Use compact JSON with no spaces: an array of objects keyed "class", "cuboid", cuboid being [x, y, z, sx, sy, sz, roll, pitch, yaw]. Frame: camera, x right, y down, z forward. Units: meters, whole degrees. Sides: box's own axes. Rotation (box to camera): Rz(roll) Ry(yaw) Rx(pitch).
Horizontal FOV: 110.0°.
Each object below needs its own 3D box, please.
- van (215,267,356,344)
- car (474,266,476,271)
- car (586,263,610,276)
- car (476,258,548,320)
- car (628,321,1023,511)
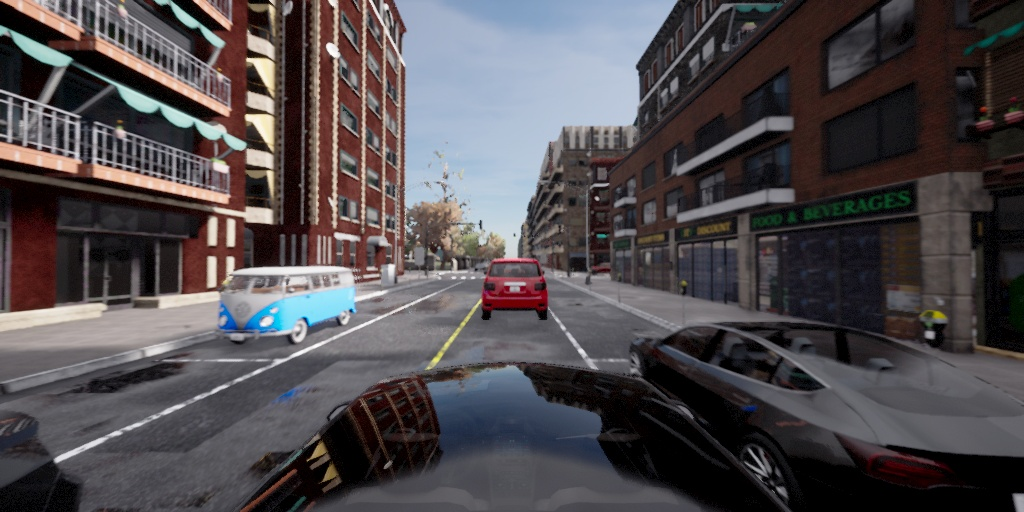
[{"class":"van","cuboid":[-5.695,1.177,9.524,1.690,1.789,3.998,0,0,0]},{"class":"car","cuboid":[-5.739,2.053,64.569,1.948,1.339,4.313,0,0,0]},{"class":"car","cuboid":[13.410,1.930,52.241,5.009,1.841,2.192,0,0,-1]},{"class":"car","cuboid":[0.089,1.103,13.458,2.150,2.045,5.566,0,0,0]},{"class":"car","cuboid":[2.690,1.339,3.871,1.948,1.339,4.313,0,0,0]}]
